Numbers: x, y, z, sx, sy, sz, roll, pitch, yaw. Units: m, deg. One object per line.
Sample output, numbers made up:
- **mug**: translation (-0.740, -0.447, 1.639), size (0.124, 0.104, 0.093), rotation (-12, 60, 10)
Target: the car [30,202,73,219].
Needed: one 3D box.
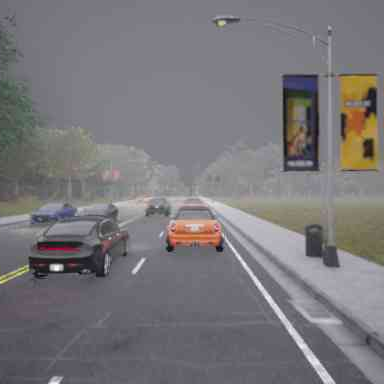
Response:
- **car**: translation (-9.832, 1.487, 24.049), size (1.882, 1.535, 5.008), rotation (0, 0, 0)

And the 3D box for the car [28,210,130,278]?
- **car**: translation (-3.146, 1.511, 10.153), size (1.837, 1.490, 4.892), rotation (0, 0, 0)

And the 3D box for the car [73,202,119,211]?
- **car**: translation (-6.582, 1.489, 24.048), size (1.882, 1.535, 5.008), rotation (0, 0, 0)

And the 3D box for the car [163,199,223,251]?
- **car**: translation (0.107, 1.363, 14.255), size (2.097, 1.767, 4.553), rotation (0, 0, 0)

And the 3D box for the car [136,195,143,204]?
- **car**: translation (-9.716, 1.379, 65.546), size (2.097, 1.767, 4.553), rotation (0, 0, 0)

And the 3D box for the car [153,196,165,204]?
- **car**: translation (-6.464, 1.528, 65.499), size (1.837, 1.490, 4.892), rotation (0, 0, 0)

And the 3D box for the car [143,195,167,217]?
- **car**: translation (-3.130, 1.367, 31.905), size (2.097, 1.767, 4.553), rotation (0, 0, 0)
